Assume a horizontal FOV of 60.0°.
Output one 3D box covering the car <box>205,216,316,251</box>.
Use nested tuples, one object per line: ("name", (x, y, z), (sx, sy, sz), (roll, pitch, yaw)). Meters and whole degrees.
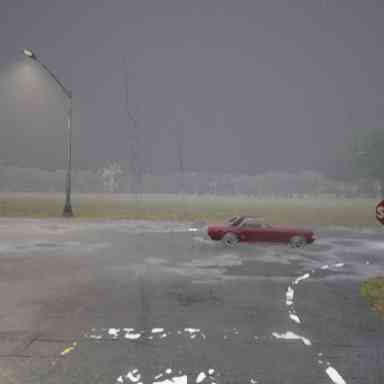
("car", (2.989, 1.758, 14.992), (4.718, 1.301, 1.895), (2, 0, 0))
